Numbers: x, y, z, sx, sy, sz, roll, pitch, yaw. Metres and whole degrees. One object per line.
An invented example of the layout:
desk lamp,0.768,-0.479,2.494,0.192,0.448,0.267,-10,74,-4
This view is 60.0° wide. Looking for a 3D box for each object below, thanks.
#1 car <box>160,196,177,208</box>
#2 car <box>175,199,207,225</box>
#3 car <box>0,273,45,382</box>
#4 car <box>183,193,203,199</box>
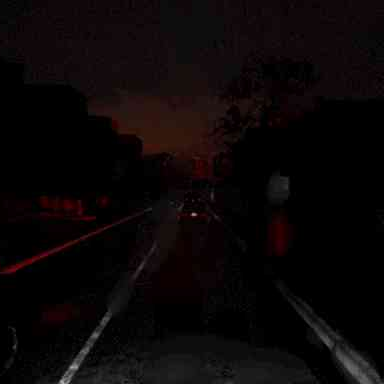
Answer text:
car,-3.079,1.353,43.914,1.837,1.490,4.892,0,0,0
car,0.103,1.466,23.489,2.033,1.411,5.357,0,0,0
car,-3.104,1.538,2.628,2.033,1.411,5.357,0,0,0
car,0.106,1.084,40.391,2.150,2.045,5.566,0,1,0
